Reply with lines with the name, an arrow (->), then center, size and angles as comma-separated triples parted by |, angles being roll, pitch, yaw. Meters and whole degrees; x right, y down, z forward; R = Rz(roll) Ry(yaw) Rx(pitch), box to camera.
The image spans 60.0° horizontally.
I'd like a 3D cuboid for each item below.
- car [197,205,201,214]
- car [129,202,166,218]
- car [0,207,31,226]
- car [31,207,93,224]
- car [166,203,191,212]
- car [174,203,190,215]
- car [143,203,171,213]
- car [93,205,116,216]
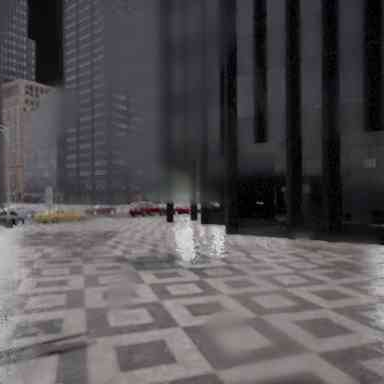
car -> 1.366, 2.500, 48.184 | 1.802, 1.307, 4.206 | -2, -2, 36
car -> -5.202, 2.046, 39.002 | 2.192, 1.841, 5.009 | -2, -2, 36
car -> -15.039, 2.030, 25.218 | 1.947, 1.339, 4.313 | -2, -2, 36
car -> -11.661, 2.079, 29.949 | 1.752, 1.417, 4.829 | -2, -2, 36
car -> -2.292, 2.641, 57.731 | 2.008, 1.369, 4.403 | -2, -2, 36
car -> -1.919, 2.369, 43.588 | 1.887, 1.381, 4.507 | -2, -2, 36
car -> -5.572, 2.546, 53.139 | 2.008, 1.369, 4.403 | -2, -2, 36
car -> -12.132, 2.352, 43.955 | 1.887, 1.381, 4.507 | -2, -2, 36
